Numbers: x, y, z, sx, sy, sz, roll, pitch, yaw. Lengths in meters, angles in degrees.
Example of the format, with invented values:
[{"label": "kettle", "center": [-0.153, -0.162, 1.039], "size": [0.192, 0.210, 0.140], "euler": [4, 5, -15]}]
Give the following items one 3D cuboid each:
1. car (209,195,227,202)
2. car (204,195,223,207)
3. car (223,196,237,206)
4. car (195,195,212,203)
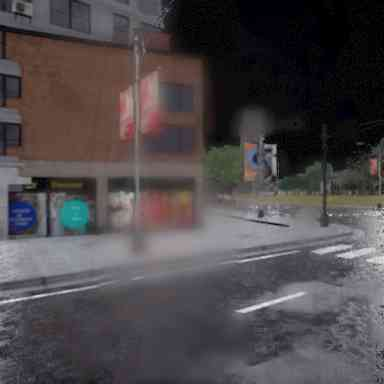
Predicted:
[{"label": "car", "center": [5.303, 1.400, 68.601], "size": [1.895, 1.301, 4.718], "euler": [0, 0, -21]}, {"label": "car", "center": [2.126, 1.425, 49.713], "size": [2.033, 1.411, 5.357], "euler": [0, 0, -21]}, {"label": "car", "center": [5.159, 1.339, 50.895], "size": [1.882, 1.535, 5.008], "euler": [0, 0, -21]}, {"label": "car", "center": [2.287, 1.345, 67.389], "size": [1.812, 1.442, 4.674], "euler": [0, 0, -21]}]
